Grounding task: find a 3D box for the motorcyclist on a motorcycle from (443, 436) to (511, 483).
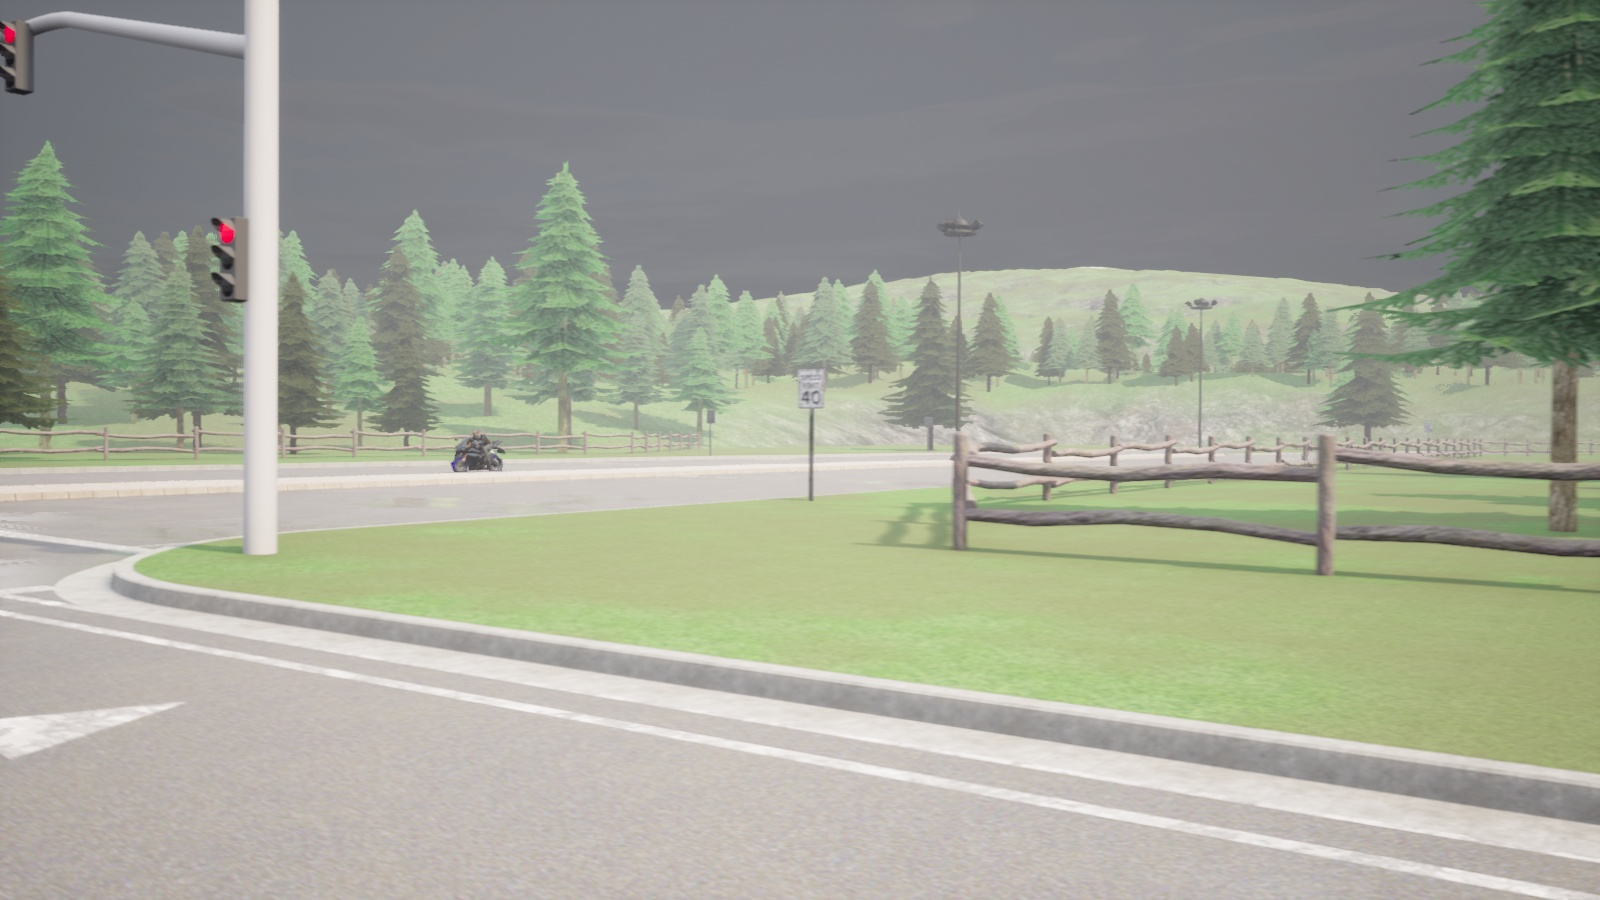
[{"bbox_3d":[-10.812,0.290,42.078,0.866,1.530,2.191,0,1,33],"label":"motorcyclist on a motorcycle"}]
